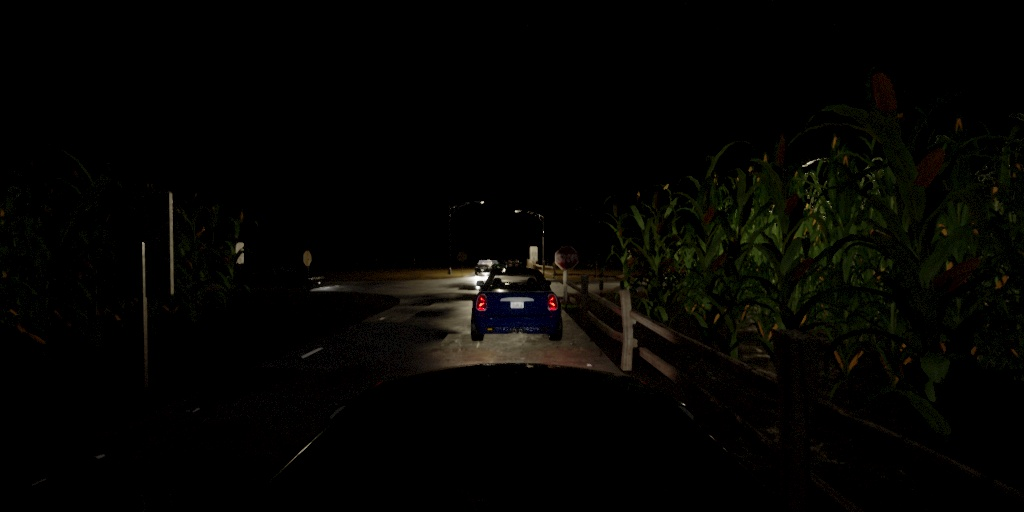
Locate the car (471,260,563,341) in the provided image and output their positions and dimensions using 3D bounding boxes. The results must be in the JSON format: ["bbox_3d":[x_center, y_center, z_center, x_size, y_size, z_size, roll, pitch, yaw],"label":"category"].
[{"bbox_3d":[0.059,1.094,9.993,2.097,1.767,4.553,0,0,-2],"label":"car"}]

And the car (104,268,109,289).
[{"bbox_3d":[-25.958,1.304,22.516,4.892,1.490,1.837,0,1,0],"label":"car"}]

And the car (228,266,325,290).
[{"bbox_3d":[-14.814,1.318,22.569,5.357,1.411,2.033,0,1,-2],"label":"car"}]

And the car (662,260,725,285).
[{"bbox_3d":[12.542,1.051,25.337,4.553,1.767,2.097,0,1,-2],"label":"car"}]
